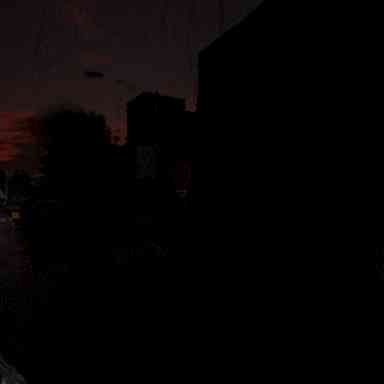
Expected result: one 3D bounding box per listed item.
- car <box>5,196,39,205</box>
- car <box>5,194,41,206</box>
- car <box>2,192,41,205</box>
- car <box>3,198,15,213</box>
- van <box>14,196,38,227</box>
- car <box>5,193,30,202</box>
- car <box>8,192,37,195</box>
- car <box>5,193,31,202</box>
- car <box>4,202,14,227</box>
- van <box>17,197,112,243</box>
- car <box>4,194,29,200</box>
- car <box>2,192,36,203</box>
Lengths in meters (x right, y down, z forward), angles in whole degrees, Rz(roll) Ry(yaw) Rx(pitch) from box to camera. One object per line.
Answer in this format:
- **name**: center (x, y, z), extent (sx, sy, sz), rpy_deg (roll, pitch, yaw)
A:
- **car**: center (-28.598, 1.473, 56.063), extent (2.002, 1.452, 4.674), rpy_deg (1, -1, 40)
- **car**: center (-27.089, 1.326, 53.473), extent (2.185, 1.767, 4.553), rpy_deg (1, 0, 40)
- **car**: center (-30.068, 1.165, 58.651), extent (2.435, 2.045, 5.566), rpy_deg (2, 0, 40)
- **car**: center (-15.355, 1.610, 32.446), extent (1.946, 1.575, 5.366), rpy_deg (1, 0, 40)
- **van**: center (-7.656, 1.422, 19.684), extent (1.878, 1.987, 4.442), rpy_deg (0, -1, 40)
- **car**: center (-38.966, 1.207, 74.335), extent (2.185, 1.767, 4.553), rpy_deg (0, -1, 40)
- **car**: center (-25.609, 1.345, 50.862), extent (2.185, 1.767, 4.553), rpy_deg (1, 0, 40)
- **car**: center (-37.488, 1.218, 71.723), extent (2.185, 1.767, 4.553), rpy_deg (0, -1, 41)
- **car**: center (-9.231, 1.663, 22.178), extent (2.097, 1.535, 5.008), rpy_deg (1, -1, 40)
- **van**: center (-6.147, 1.404, 17.091), extent (1.878, 1.987, 4.442), rpy_deg (0, -1, 40)
- **car**: center (-43.396, 1.301, 82.193), extent (2.097, 1.535, 5.008), rpy_deg (0, -1, 40)
- **car**: center (-34.518, 1.119, 66.493), extent (2.435, 2.045, 5.566), rpy_deg (1, 0, 41)
